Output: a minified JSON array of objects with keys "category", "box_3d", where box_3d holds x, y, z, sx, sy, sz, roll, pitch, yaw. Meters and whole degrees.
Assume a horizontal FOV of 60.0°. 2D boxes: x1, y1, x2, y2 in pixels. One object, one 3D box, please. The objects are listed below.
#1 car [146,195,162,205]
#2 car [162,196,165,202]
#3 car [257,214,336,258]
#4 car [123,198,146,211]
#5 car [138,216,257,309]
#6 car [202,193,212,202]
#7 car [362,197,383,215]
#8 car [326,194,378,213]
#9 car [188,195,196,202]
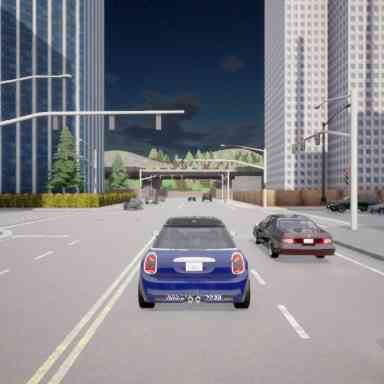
[{"category":"car","box_3d":[-7.105,1.492,58.917,2.128,1.511,4.902,0,0,0]},{"category":"car","box_3d":[-7.038,1.521,74.079,2.128,1.511,4.902,0,0,0]},{"category":"car","box_3d":[3.604,1.547,12.688,2.033,1.411,5.357,0,0,1]},{"category":"car","box_3d":[-7.117,1.507,40.427,1.837,1.490,4.892,0,-1,0]},{"category":"car","box_3d":[0.055,1.352,8.059,2.097,1.767,4.553,0,0,0]},{"category":"car","box_3d":[3.460,1.203,77.780,2.150,2.045,5.566,0,0,0]},{"category":"car","box_3d":[20.003,1.526,33.134,4.674,1.442,1.812,0,0,0]},{"category":"car","box_3d":[17.825,1.221,36.667,5.566,2.045,2.150,0,0,0]},{"category":"car","box_3d":[-0.040,1.501,77.749,1.812,1.442,4.674,0,0,0]}]
